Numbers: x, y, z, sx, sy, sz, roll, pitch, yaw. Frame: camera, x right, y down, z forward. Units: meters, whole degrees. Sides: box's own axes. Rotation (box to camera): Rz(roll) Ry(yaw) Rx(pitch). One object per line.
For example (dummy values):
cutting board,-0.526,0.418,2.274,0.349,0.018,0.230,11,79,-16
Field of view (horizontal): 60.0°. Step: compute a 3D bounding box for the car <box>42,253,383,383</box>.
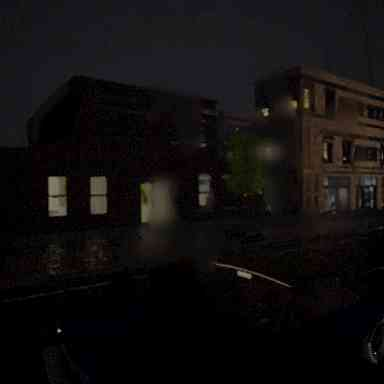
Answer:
car,0.761,1.570,4.180,4.718,1.301,1.895,-1,0,-35
